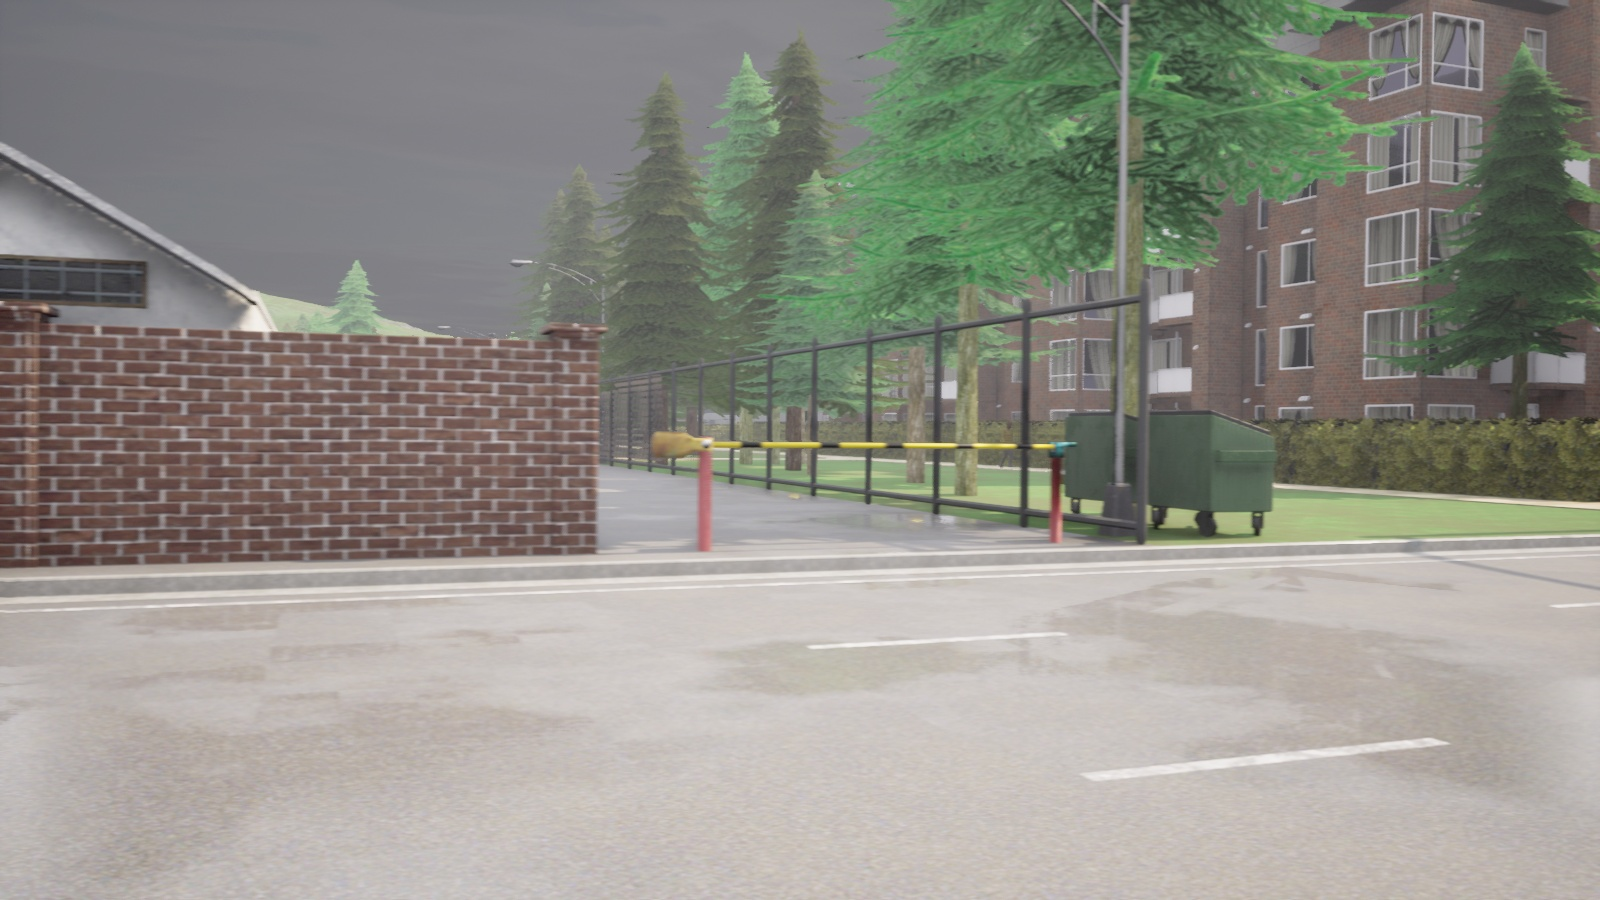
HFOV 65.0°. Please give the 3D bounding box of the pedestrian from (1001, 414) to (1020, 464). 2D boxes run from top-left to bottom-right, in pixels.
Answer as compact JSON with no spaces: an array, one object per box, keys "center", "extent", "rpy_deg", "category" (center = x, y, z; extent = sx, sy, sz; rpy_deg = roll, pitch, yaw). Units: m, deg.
[{"center":[7.823,-0.418,46.743],"extent":[0.370,1.835,0.726],"rpy_deg":[-1,1,-22],"category":"pedestrian"}]
